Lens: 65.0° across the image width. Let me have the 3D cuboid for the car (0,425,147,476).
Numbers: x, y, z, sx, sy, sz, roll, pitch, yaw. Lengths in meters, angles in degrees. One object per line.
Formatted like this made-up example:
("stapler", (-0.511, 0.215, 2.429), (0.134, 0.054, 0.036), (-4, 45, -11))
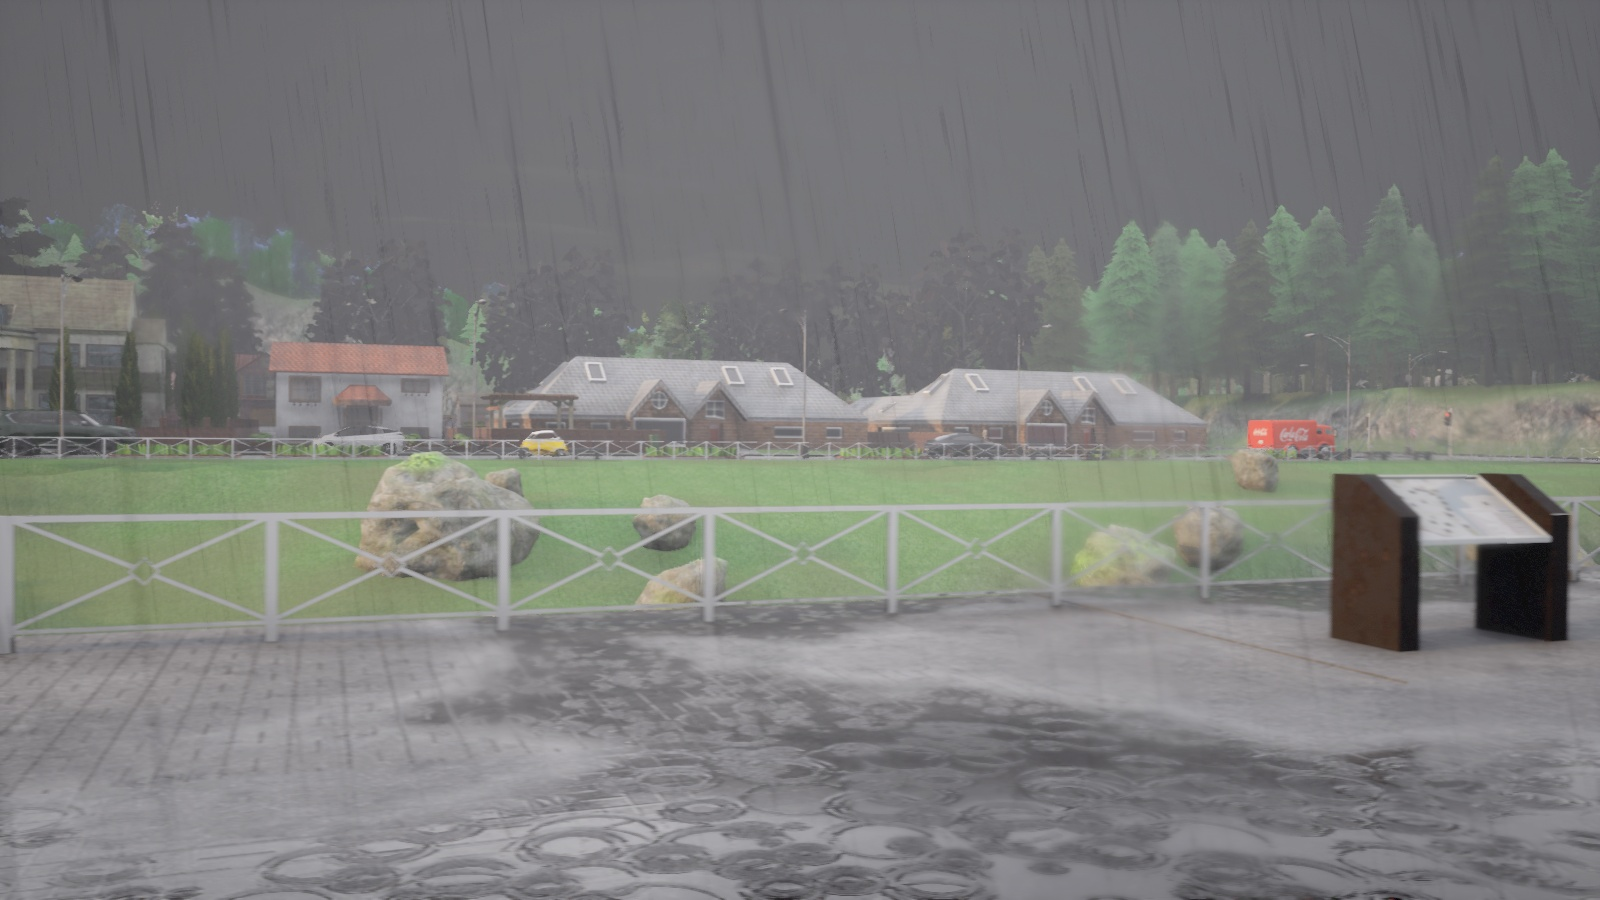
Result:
("car", (-31.156, -0.019, 53.620), (5.566, 2.045, 2.150), (-1, 1, -21))

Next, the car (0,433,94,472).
("car", (-34.624, 0.095, 56.584), (4.611, 1.667, 2.242), (-1, 1, -21))

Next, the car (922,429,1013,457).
("car", (9.205, -0.398, 68.963), (4.674, 1.442, 1.812), (-1, 1, -21))

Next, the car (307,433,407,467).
("car", (-21.678, -0.022, 61.505), (4.514, 1.525, 2.007), (-1, 1, -21))

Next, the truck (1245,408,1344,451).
("truck", (30.333, -1.261, 76.986), (5.204, 2.467, 2.627), (-2, 1, -21))

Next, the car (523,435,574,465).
("car", (-12.191, -0.006, 60.834), (2.207, 1.376, 1.481), (-1, 1, -21))
